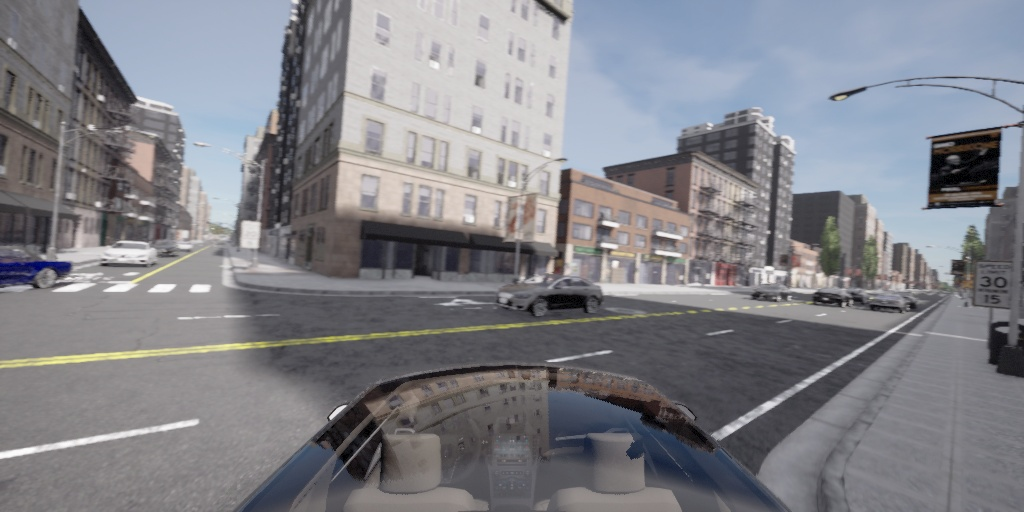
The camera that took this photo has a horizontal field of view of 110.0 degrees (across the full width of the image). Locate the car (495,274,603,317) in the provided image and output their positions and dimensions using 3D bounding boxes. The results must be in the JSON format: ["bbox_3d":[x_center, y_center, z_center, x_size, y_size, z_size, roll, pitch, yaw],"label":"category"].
[{"bbox_3d":[1.615,1.469,14.197,4.902,1.511,2.128,5,-1,-39],"label":"car"}]

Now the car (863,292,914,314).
[{"bbox_3d":[30.374,3.759,28.855,5.357,1.411,2.033,5,-1,-38],"label":"car"}]

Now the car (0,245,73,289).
[{"bbox_3d":[-14.849,0.339,9.607,1.895,1.301,4.718,4,-1,-20],"label":"car"}]

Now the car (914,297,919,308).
[{"bbox_3d":[39.018,4.396,35.858,4.902,1.511,2.128,4,-1,-38],"label":"car"}]

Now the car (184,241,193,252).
[{"bbox_3d":[-41.010,-1.194,44.592,1.895,1.301,4.718,5,-1,-39],"label":"car"}]

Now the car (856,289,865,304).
[{"bbox_3d":[35.862,4.193,37.503,4.892,1.490,1.837,4,0,-38],"label":"car"}]

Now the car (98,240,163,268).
[{"bbox_3d":[-22.225,-0.152,20.998,1.812,1.442,4.674,5,-1,-39],"label":"car"}]

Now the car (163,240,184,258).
[{"bbox_3d":[-30.942,-0.691,31.888,1.837,1.490,4.892,5,-1,-39],"label":"car"}]

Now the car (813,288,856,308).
[{"bbox_3d":[27.375,3.485,30.612,5.008,1.535,1.882,5,-1,-39],"label":"car"}]

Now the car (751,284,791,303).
[{"bbox_3d":[22.453,3.157,30.966,4.892,1.490,1.837,5,-1,-38],"label":"car"}]
